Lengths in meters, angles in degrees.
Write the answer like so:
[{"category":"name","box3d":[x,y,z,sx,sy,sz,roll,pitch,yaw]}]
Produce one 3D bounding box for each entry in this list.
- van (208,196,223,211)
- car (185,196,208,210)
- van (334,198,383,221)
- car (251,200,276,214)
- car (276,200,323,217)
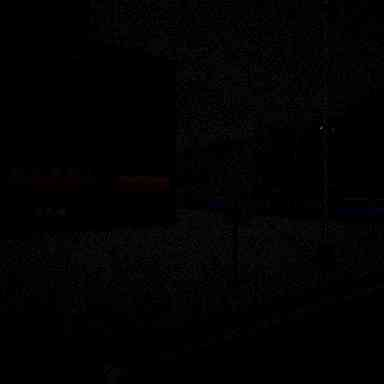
[{"category":"van","box3d":[4.236,1.449,40.756,1.690,1.788,3.998,0,0,-36]},{"category":"car","box3d":[1.052,1.441,45.208,2.192,1.841,5.009,0,0,-36]},{"category":"van","box3d":[13.790,1.401,27.394,1.690,1.788,3.998,0,0,-36]},{"category":"car","box3d":[7.421,1.531,36.302,1.967,1.590,4.097,0,0,-36]},{"category":"car","box3d":[10.606,1.515,31.847,1.967,1.590,4.097,0,0,-36]}]
